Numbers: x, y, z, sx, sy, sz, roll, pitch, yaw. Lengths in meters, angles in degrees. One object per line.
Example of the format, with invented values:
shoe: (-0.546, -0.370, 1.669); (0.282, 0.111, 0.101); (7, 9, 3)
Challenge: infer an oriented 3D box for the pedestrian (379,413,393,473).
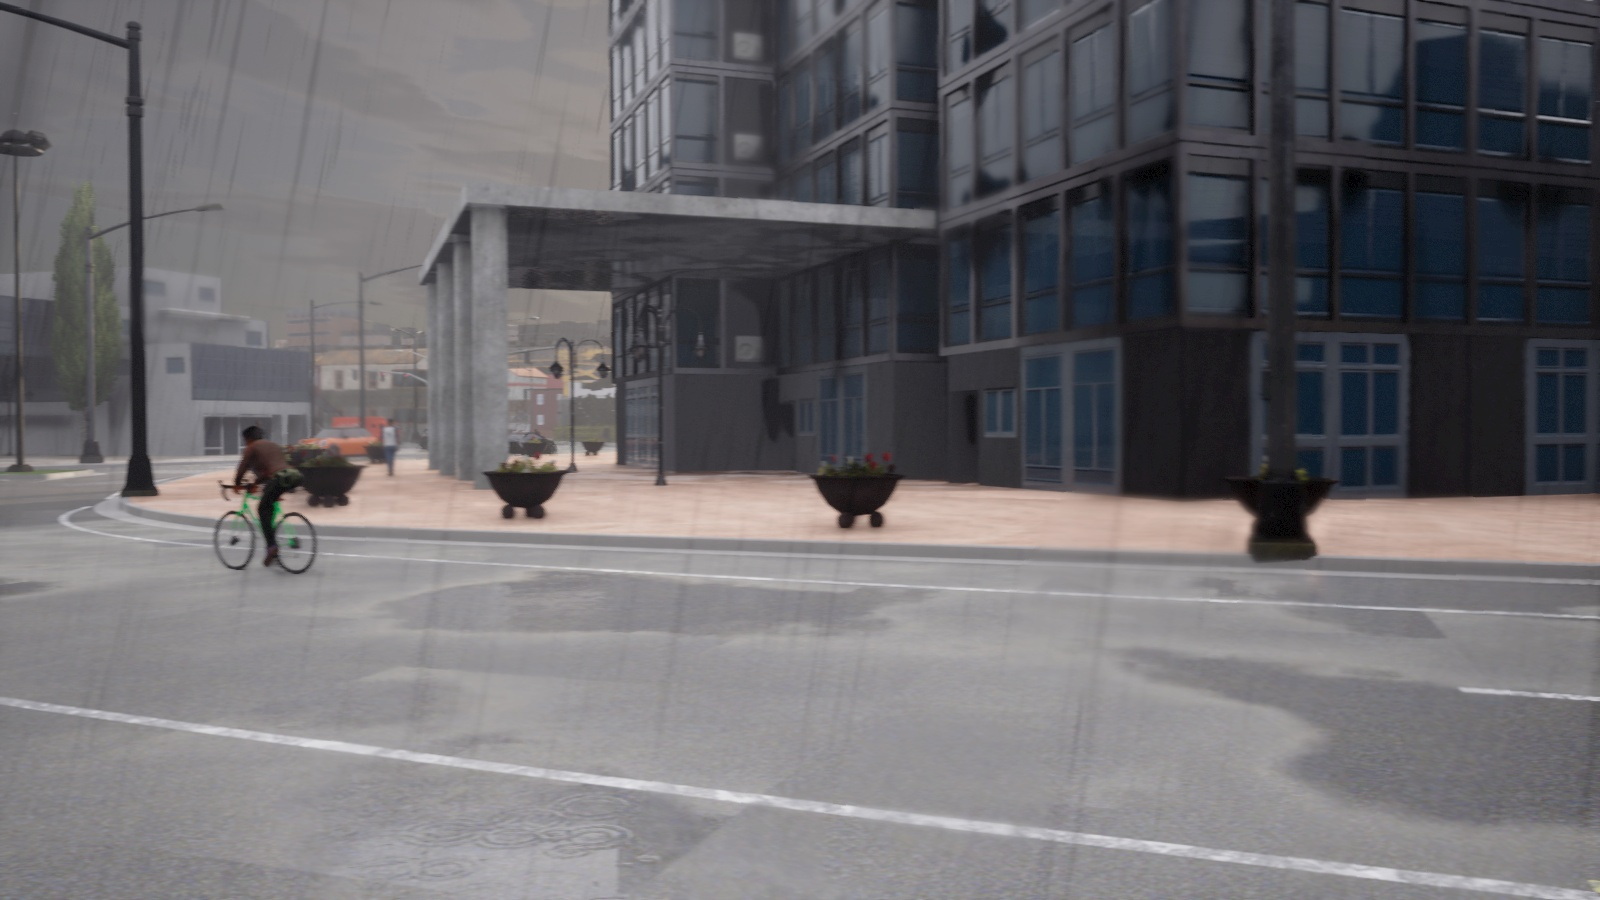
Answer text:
pedestrian: (-12.732, -0.219, 38.637); (0.354, 1.836, 0.706); (0, 1, -13)

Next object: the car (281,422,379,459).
car: (-23.168, -0.480, 62.105); (2.097, 1.767, 4.553); (1, 1, 20)

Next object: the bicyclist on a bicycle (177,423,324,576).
bicyclist on a bicycle: (-6.095, 0.515, 13.909); (1.656, 1.620, 0.582); (0, 1, 28)

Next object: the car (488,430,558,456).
car: (-15.858, -0.425, 72.009); (1.994, 1.385, 4.181); (1, 1, 20)
